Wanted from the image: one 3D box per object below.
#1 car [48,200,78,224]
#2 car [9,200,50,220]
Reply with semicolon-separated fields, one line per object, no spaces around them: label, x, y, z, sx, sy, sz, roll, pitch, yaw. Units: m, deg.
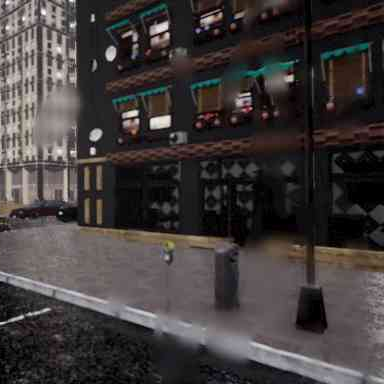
car;-7.080;1.343;22.641;1.947;1.339;4.313;1;1;35
car;-11.463;1.359;26.494;2.033;1.411;5.357;-1;1;35
